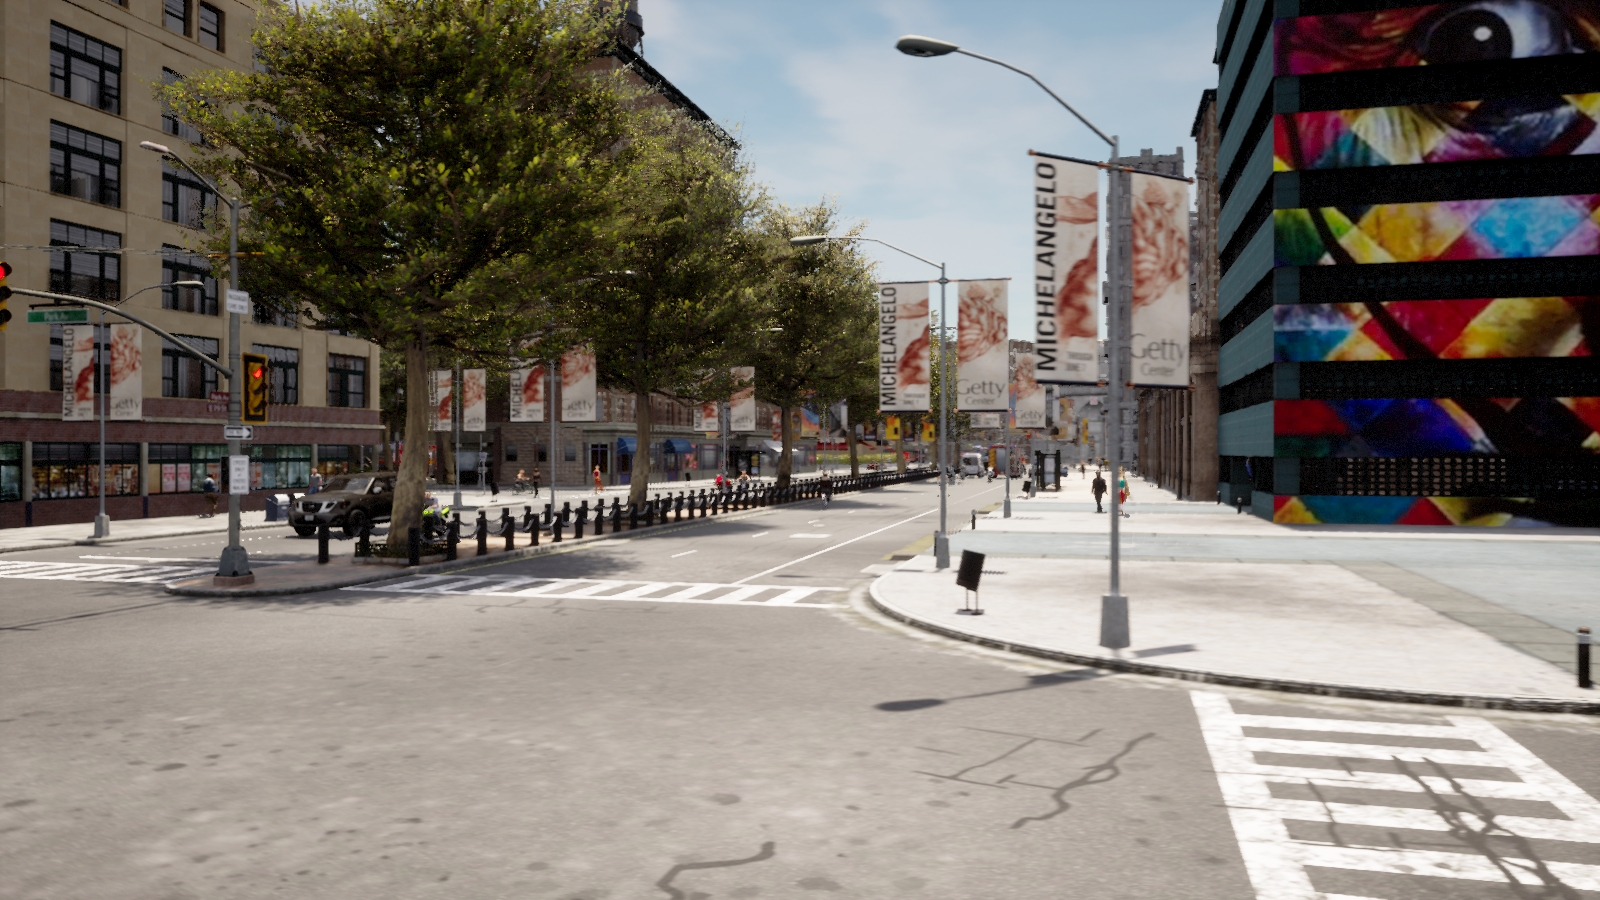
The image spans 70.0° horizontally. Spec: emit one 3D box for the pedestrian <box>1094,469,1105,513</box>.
[{"bbox_3d":[12.608,1.725,48.106,0.375,1.860,0.375,0,0,32],"label":"pedestrian"}]

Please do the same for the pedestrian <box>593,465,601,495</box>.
[{"bbox_3d":[-12.851,1.886,72.382,0.375,1.860,0.375,0,0,25],"label":"pedestrian"}]

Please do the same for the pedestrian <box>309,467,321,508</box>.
[{"bbox_3d":[-22.358,1.720,52.675,0.375,1.860,0.375,0,0,14],"label":"pedestrian"}]

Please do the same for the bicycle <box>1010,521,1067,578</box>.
[{"bbox_3d":[5.395,2.225,25.755,0.329,1.171,1.835,-1,-1,44],"label":"bicycle"}]

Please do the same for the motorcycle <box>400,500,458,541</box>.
[{"bbox_3d":[-11.807,2.231,36.450,0.803,1.145,2.033,0,0,15],"label":"motorcycle"}]

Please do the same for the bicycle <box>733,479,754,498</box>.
[{"bbox_3d":[-3.392,2.293,68.824,0.859,1.080,1.487,0,0,14],"label":"bicycle"}]

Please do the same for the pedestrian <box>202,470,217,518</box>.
[{"bbox_3d":[-23.173,1.716,44.835,0.375,1.860,0.375,0,0,22],"label":"pedestrian"}]

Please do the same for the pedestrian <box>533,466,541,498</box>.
[{"bbox_3d":[-15.330,1.882,66.535,0.375,1.860,0.375,0,0,7],"label":"pedestrian"}]

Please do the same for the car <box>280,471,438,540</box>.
[{"bbox_3d":[-14.809,1.798,38.789,2.150,2.045,5.566,0,0,15],"label":"car"}]

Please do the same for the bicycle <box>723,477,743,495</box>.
[{"bbox_3d":[-4.284,2.295,73.225,0.859,1.080,1.487,0,0,14],"label":"bicycle"}]

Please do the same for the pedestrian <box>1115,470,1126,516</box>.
[{"bbox_3d":[12.985,1.724,46.245,0.375,1.860,0.375,0,0,27],"label":"pedestrian"}]
